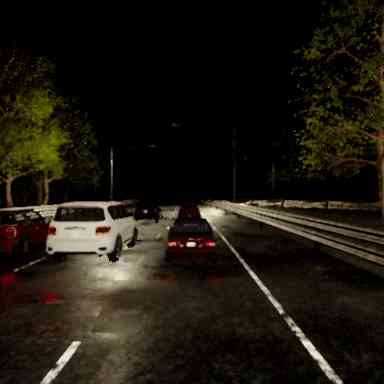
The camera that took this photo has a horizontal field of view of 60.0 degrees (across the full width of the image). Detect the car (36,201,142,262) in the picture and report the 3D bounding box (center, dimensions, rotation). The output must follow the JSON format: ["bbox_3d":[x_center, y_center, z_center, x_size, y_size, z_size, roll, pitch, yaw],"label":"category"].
[{"bbox_3d":[-3.534,1.355,12.730,2.150,2.045,5.566,0,0,0],"label":"car"}]

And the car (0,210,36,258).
[{"bbox_3d":[-7.035,1.490,13.552,2.097,1.767,4.553,0,-1,0],"label":"car"}]

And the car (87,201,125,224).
[{"bbox_3d":[-7.242,1.649,28.571,2.097,1.767,4.553,0,-1,-1],"label":"car"}]

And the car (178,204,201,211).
[{"bbox_3d":[-0.253,1.785,29.505,1.882,1.535,5.008,0,0,-1],"label":"car"}]

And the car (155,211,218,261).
[{"bbox_3d":[-0.034,1.678,12.726,2.033,1.411,5.357,0,-1,0],"label":"car"}]

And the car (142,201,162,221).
[{"bbox_3d":[-3.741,1.649,28.631,2.097,1.767,4.553,0,-1,-1],"label":"car"}]
